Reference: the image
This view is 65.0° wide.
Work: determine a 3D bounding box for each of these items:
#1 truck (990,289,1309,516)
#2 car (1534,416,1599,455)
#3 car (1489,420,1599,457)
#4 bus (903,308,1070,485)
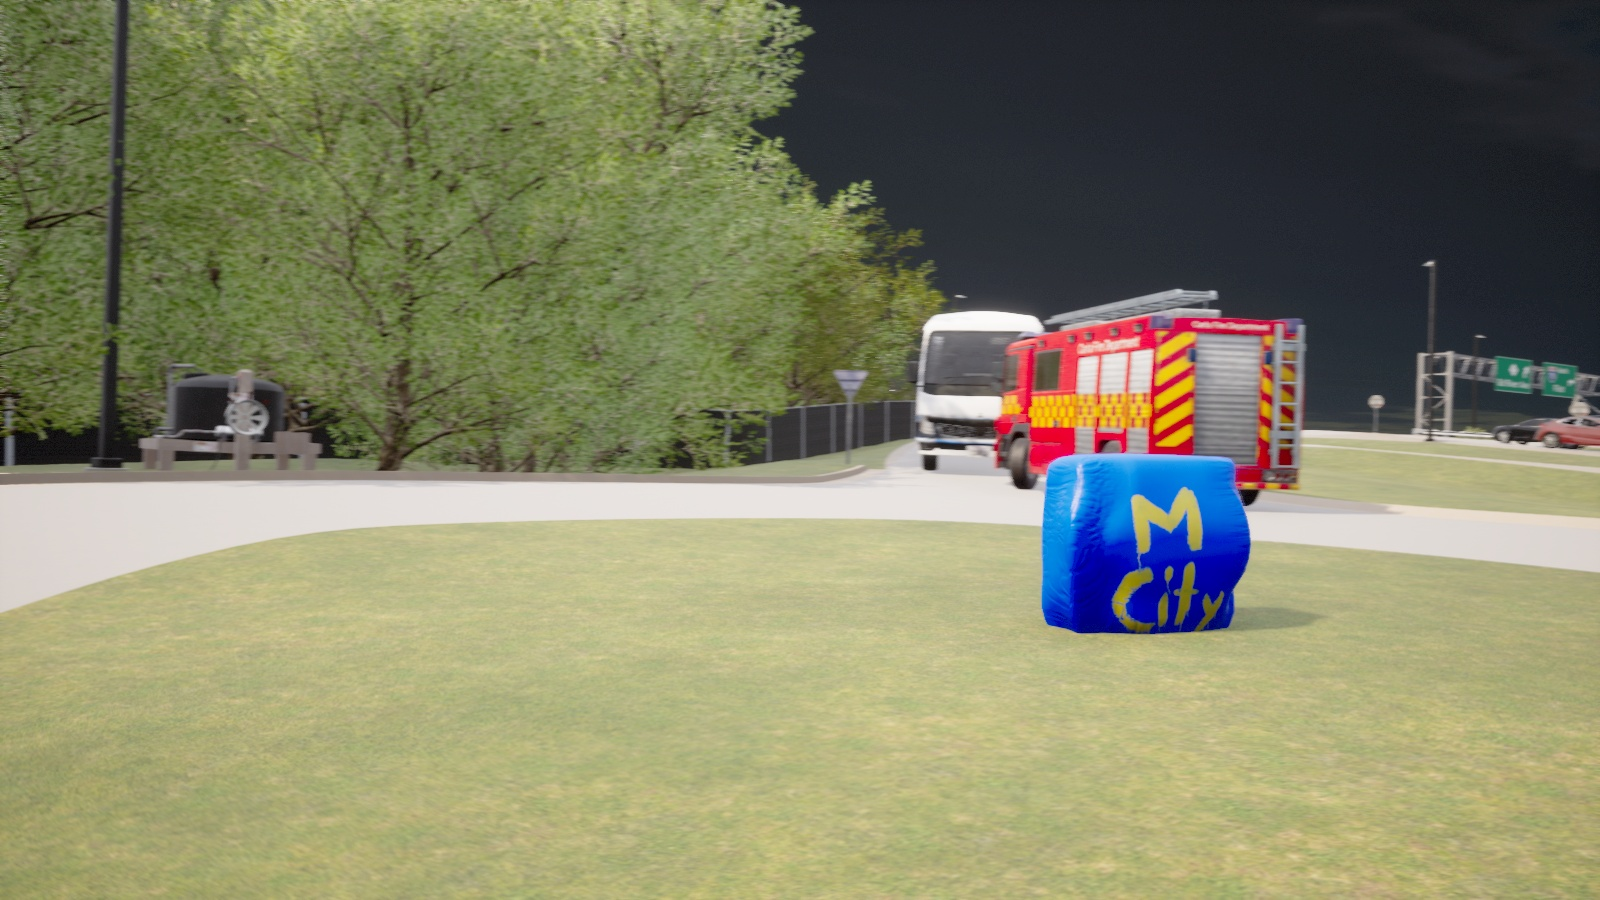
[{"bbox_3d":[6.682,-0.903,25.834,2.891,3.827,8.468,2,1,-9],"label":"truck"},{"bbox_3d":[38.060,-0.583,59.588,2.152,1.651,5.027,2,4,-32],"label":"car"},{"bbox_3d":[38.722,-0.617,65.118,1.837,1.490,4.892,2,4,-30],"label":"car"},{"bbox_3d":[5.395,-1.733,36.080,3.944,4.253,10.273,2,5,9],"label":"bus"}]
